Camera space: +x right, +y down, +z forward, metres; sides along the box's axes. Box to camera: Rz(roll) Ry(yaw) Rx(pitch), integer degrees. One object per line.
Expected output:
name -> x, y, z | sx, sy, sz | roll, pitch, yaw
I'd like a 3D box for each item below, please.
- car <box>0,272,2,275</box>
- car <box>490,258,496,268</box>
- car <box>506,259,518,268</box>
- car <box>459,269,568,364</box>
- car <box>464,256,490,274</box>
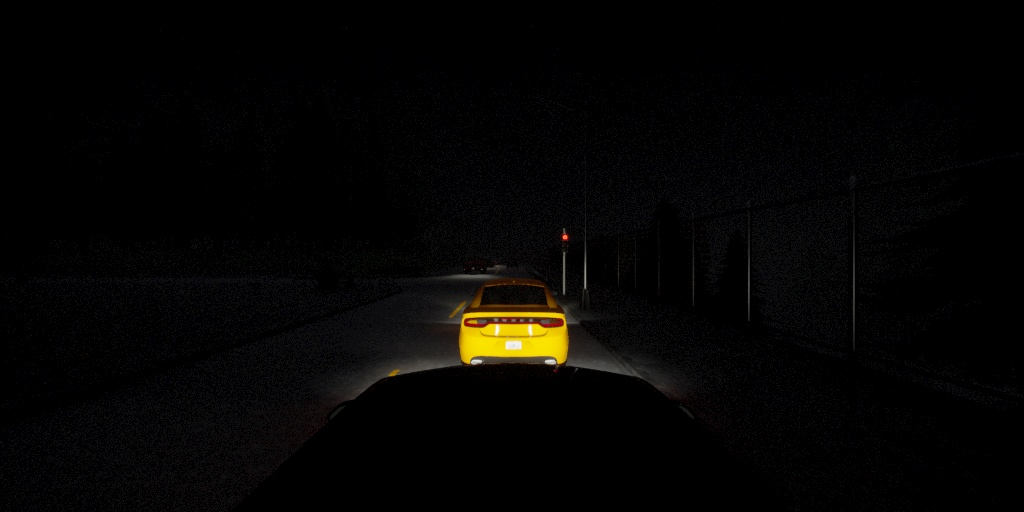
car -> -48.083, 1.297, 31.190 | 5.357, 1.411, 2.033 | 0, 0, 1
car -> -4.079, 1.255, 59.448 | 1.837, 1.490, 4.892 | 0, 0, 0
car -> 0.091, 1.275, 59.500 | 1.812, 1.442, 4.674 | 0, 0, 0
car -> 0.047, 1.228, 8.009 | 1.882, 1.535, 5.008 | 0, 0, 0
car -> -4.098, 0.971, 40.584 | 2.150, 2.045, 5.566 | 0, 0, 0
